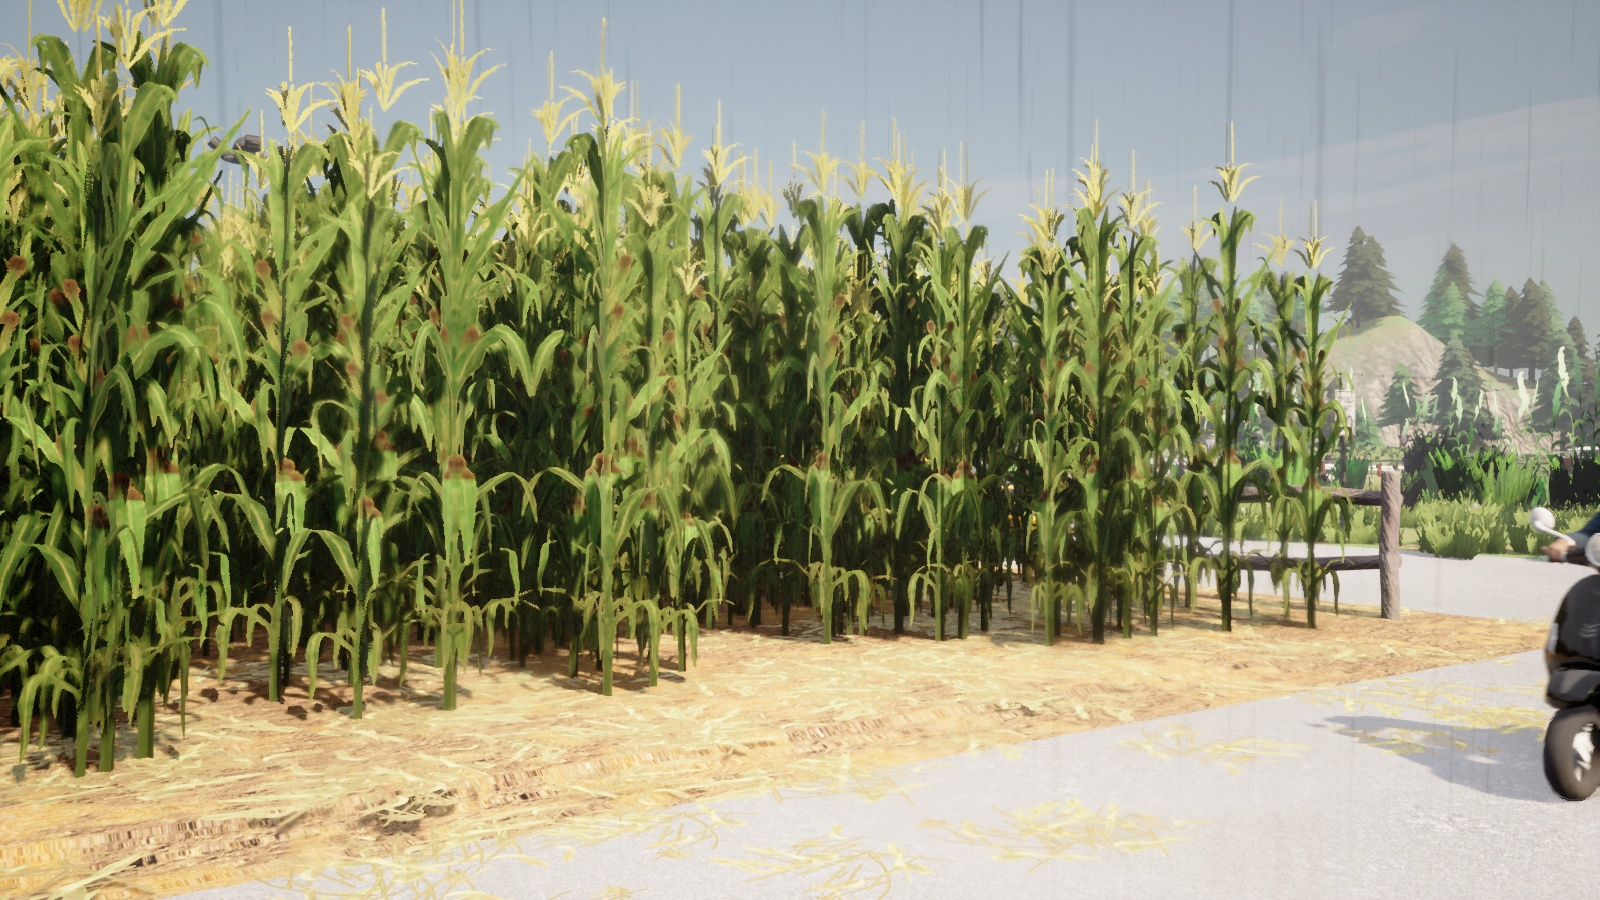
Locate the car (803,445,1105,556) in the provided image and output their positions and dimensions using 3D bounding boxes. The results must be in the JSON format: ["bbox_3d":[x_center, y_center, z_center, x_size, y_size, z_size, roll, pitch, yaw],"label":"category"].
[{"bbox_3d":[2.325,0.731,20.625,1.801,1.575,5.366,0,0,-35],"label":"car"}]

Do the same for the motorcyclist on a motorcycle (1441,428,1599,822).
[{"bbox_3d":[3.872,0.705,5.750,1.817,1.590,0.866,0,0,-32],"label":"motorcyclist on a motorcycle"}]

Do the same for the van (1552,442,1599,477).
[{"bbox_3d":[47.800,0.558,75.009,2.069,2.038,4.480,0,0,-29],"label":"van"}]
